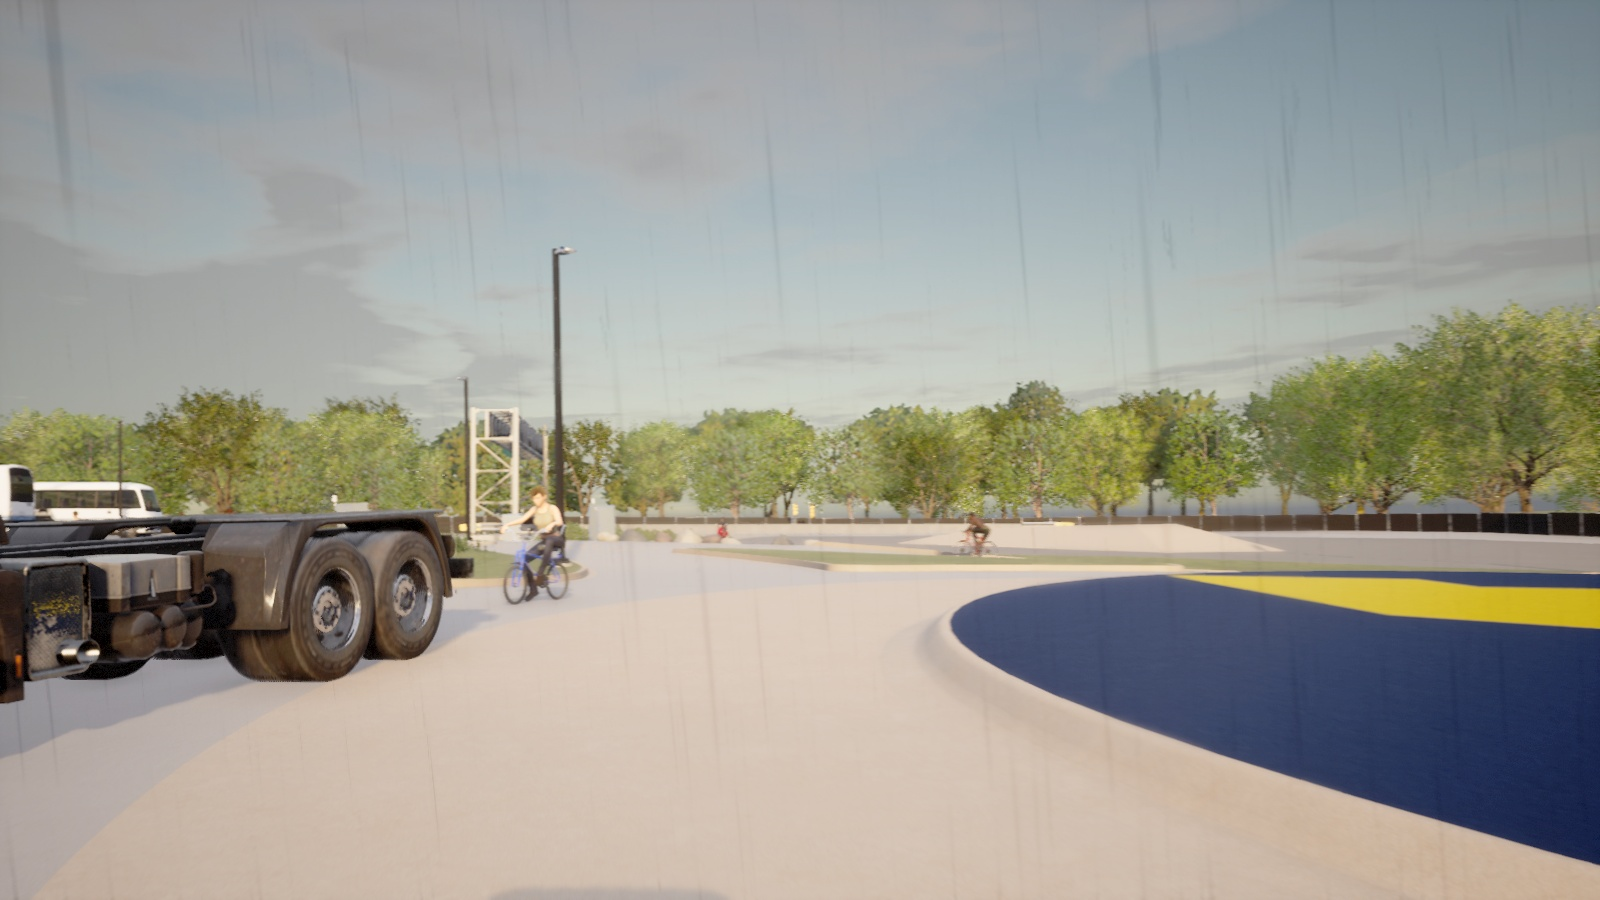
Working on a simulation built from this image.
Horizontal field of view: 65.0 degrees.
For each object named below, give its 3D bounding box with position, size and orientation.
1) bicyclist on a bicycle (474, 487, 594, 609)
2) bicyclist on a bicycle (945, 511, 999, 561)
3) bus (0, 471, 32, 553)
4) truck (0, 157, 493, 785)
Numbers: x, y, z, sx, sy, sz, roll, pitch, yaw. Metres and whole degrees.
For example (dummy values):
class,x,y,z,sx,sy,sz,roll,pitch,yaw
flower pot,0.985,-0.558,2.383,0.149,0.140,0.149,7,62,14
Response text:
class,x,y,z,sx,sy,sz,roll,pitch,yaw
bicyclist on a bicycle,-3.684,1.344,17.493,0.866,1.612,1.509,-4,-4,24
bicyclist on a bicycle,5.728,2.858,41.868,1.656,1.620,0.582,-1,-5,38
bus,-46.741,3.416,65.900,10.273,4.253,3.944,-1,-3,-8
truck,-5.414,0.183,9.001,2.891,3.462,7.936,-2,-1,13
